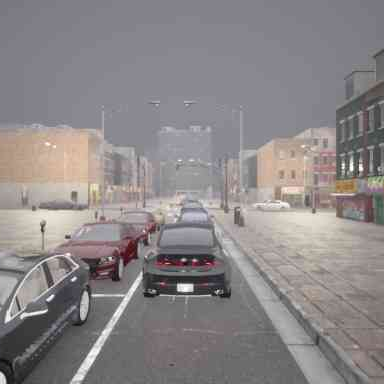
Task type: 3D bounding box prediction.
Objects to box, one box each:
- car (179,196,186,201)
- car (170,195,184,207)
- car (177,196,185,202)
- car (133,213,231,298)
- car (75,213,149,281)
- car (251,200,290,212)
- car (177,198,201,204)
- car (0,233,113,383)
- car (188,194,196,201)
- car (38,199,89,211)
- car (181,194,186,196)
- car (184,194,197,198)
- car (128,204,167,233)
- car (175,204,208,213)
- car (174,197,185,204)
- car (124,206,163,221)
[{"bbox_3d":[-2.533,1.772,90.924,1.887,1.381,4.507,0,0,0],"label":"car"},{"bbox_3d":[-2.575,1.615,52.647,1.752,1.417,4.829,0,0,0],"label":"car"},{"bbox_3d":[-2.546,1.709,79.866,1.752,1.417,4.829,0,0,0],"label":"car"},{"bbox_3d":[-0.068,1.509,8.524,1.837,1.490,4.892,0,0,1],"label":"car"},{"bbox_3d":[-2.622,1.550,9.870,1.887,1.381,4.507,0,0,0],"label":"car"},{"bbox_3d":[9.703,1.705,41.099,4.674,1.442,1.812,1,0,1],"label":"car"},{"bbox_3d":[0.052,1.505,26.236,1.882,1.535,5.008,0,0,0],"label":"car"},{"bbox_3d":[-2.628,1.553,4.377,2.008,1.369,4.403,0,0,0],"label":"car"},{"bbox_3d":[0.101,1.449,90.007,2.150,2.045,5.566,0,0,0],"label":"car"},{"bbox_3d":[-14.610,1.494,37.993,5.357,1.411,2.033,0,0,2],"label":"car"},{"bbox_3d":[-2.568,1.421,58.260,2.192,1.841,5.009,0,0,0],"label":"car"},{"bbox_3d":[0.066,1.600,54.745,1.837,1.490,4.892,0,0,1],"label":"car"},{"bbox_3d":[-2.610,1.543,20.689,1.752,1.417,4.829,0,0,0],"label":"car"},{"bbox_3d":[0.111,1.537,15.967,1.812,1.442,4.674,0,0,0],"label":"car"},{"bbox_3d":[-2.558,1.693,69.148,2.008,1.369,4.403,0,0,0],"label":"car"},{"bbox_3d":[-2.616,1.556,15.365,1.887,1.381,4.507,0,0,0],"label":"car"}]
